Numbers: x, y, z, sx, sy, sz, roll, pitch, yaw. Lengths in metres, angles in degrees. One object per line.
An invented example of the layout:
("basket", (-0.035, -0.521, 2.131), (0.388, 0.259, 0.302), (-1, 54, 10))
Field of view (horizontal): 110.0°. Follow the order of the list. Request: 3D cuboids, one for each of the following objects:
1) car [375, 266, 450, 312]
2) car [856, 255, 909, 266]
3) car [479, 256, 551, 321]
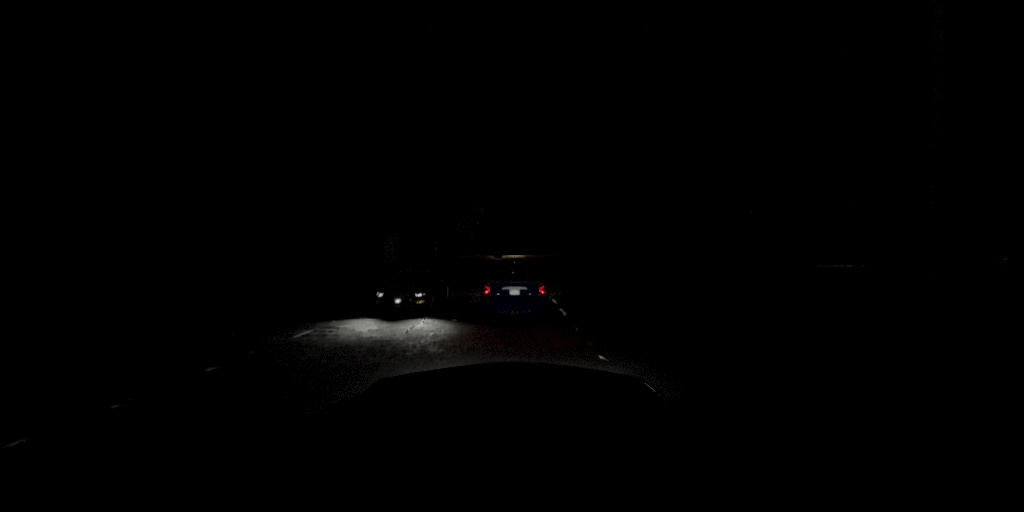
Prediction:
("car", (-3.586, 1.156, 13.703), (1.837, 1.490, 4.892), (0, 0, 0))
("car", (44.578, 0.545, 43.269), (4.718, 1.301, 1.895), (0, 0, 1))
("car", (0.086, 1.020, 12.290), (2.097, 1.767, 4.553), (0, 1, 0))
